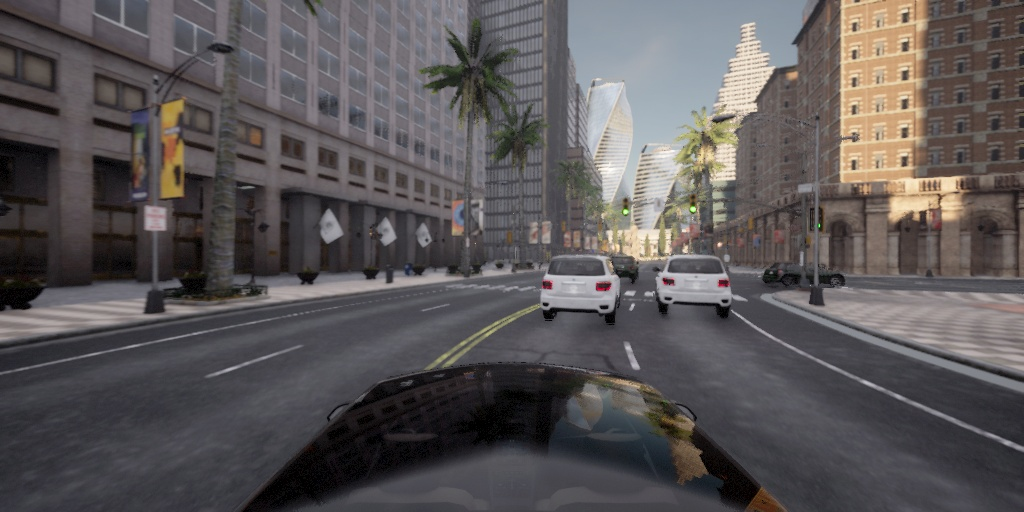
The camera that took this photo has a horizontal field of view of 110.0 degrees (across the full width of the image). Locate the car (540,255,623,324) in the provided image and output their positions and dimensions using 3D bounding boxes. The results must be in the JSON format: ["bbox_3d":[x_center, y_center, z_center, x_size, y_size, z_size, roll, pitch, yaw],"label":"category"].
[{"bbox_3d":[2.527,0.982,12.340,2.150,2.045,5.566,0,0,18],"label":"car"}]

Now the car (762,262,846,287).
[{"bbox_3d":[20.273,1.200,24.959,4.553,1.767,2.097,0,0,3],"label":"car"}]

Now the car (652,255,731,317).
[{"bbox_3d":[6.701,1.001,13.736,2.150,2.045,5.566,0,0,20],"label":"car"}]

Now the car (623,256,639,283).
[{"bbox_3d":[9.018,1.012,29.128,2.150,2.045,5.566,0,0,22],"label":"car"}]
